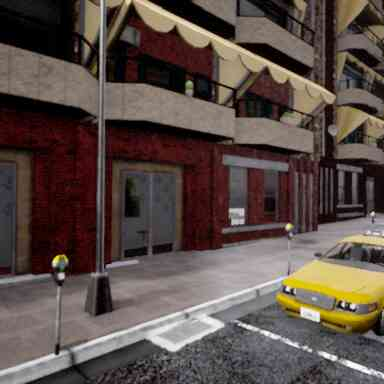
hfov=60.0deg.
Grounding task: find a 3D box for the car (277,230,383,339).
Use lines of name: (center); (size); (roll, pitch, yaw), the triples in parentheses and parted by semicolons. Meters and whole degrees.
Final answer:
car: (3.523, 1.470, 6.543); (4.829, 1.417, 1.752); (-1, 2, -43)
